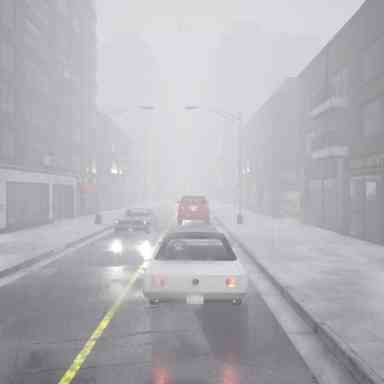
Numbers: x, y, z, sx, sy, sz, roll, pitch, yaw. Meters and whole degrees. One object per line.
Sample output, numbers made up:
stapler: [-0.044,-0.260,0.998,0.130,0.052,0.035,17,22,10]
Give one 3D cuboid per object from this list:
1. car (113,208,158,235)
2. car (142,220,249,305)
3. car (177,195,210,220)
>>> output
car: [-3.108,1.601,19.011,1.895,1.301,4.718,0,0,0]
car: [0.093,1.601,8.037,1.895,1.301,4.718,0,0,1]
car: [0.092,1.224,24.172,2.150,2.045,5.566,0,0,0]
